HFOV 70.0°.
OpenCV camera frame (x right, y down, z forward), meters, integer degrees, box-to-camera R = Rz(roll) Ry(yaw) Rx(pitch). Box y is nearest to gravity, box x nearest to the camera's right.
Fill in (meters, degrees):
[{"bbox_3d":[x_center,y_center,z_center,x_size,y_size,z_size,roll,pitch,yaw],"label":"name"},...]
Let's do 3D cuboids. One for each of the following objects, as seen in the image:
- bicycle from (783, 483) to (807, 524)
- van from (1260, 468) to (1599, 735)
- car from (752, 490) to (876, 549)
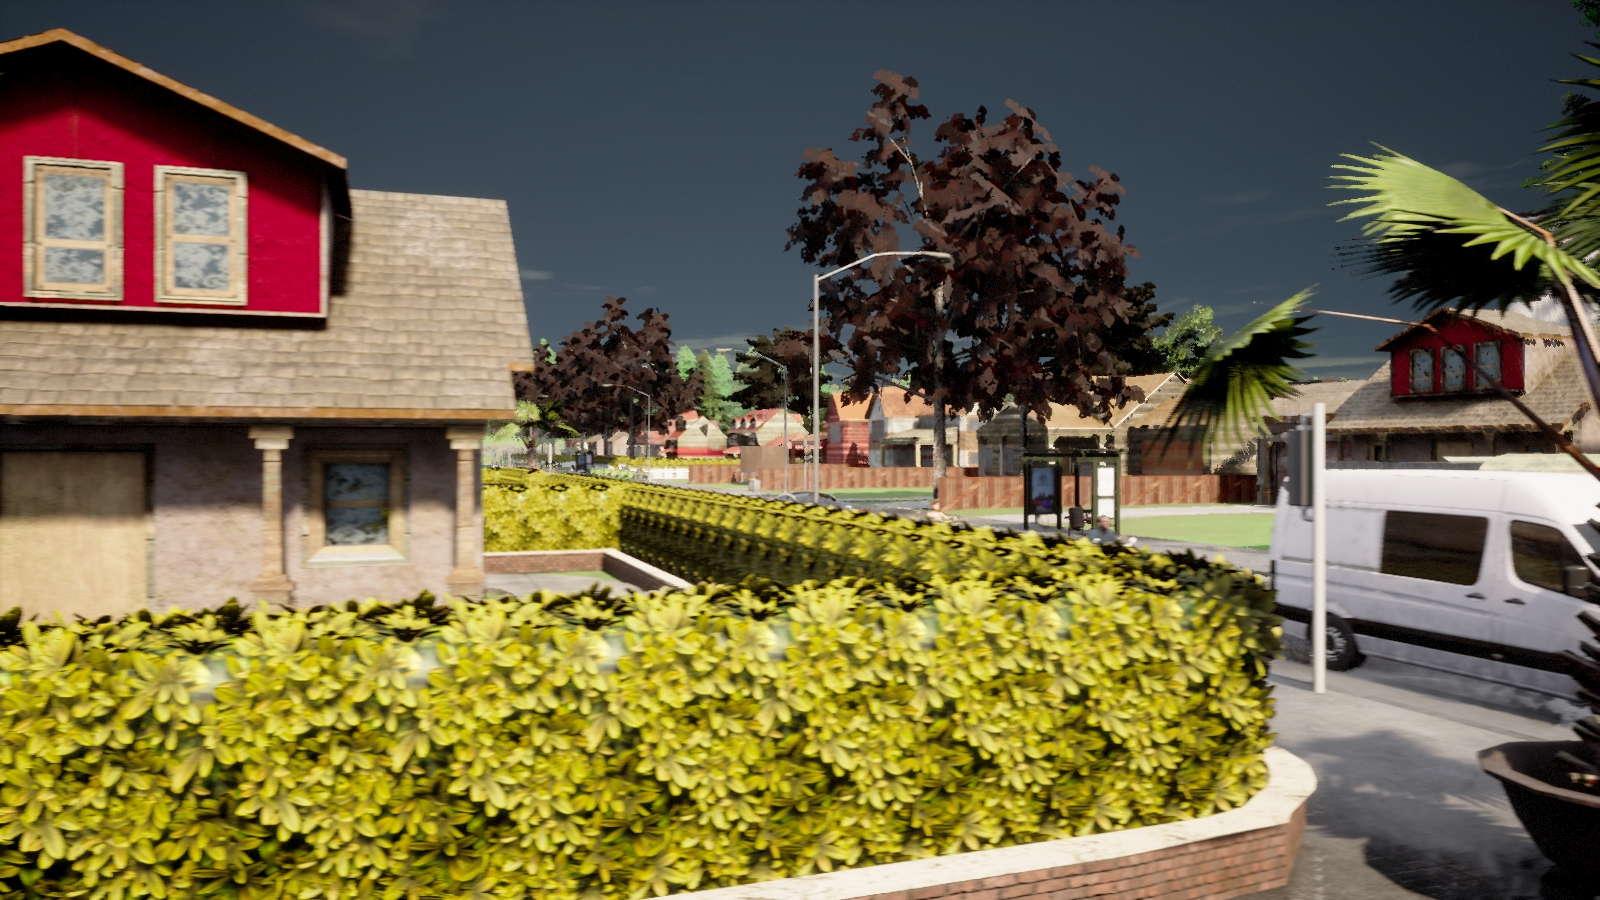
[{"bbox_3d":[-0.202,2.072,44.559,0.329,1.471,1.835,0,0,-20],"label":"bicycle"},{"bbox_3d":[8.243,1.538,13.208,1.988,2.561,5.915,0,0,-20],"label":"van"},{"bbox_3d":[0.334,2.071,35.173,2.231,1.480,4.892,0,0,-20],"label":"car"}]
